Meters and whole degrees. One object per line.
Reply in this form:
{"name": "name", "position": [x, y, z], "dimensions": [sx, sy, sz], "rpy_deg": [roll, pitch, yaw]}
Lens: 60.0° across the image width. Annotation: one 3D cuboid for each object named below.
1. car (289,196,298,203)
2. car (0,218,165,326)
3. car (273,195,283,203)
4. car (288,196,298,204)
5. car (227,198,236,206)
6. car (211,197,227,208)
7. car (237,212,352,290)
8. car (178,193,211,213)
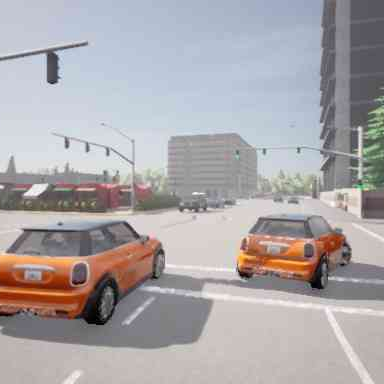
{"name": "car", "position": [23.569, 1.736, 76.947], "dimensions": [1.837, 1.490, 4.892], "rpy_deg": [0, 0, 18]}
{"name": "car", "position": [-2.125, 1.357, 7.412], "dimensions": [2.097, 1.767, 4.553], "rpy_deg": [0, 0, 11]}
{"name": "car", "position": [20.220, 1.579, 77.963], "dimensions": [2.097, 1.767, 4.553], "rpy_deg": [0, 0, 18]}
{"name": "car", "position": [20.498, 1.801, 67.488], "dimensions": [1.895, 1.301, 4.718], "rpy_deg": [0, 0, 18]}
{"name": "car", "position": [6.420, 1.732, 58.287], "dimensions": [1.895, 1.301, 4.718], "rpy_deg": [0, 0, 18]}
{"name": "car", "position": [3.300, 1.454, 48.810], "dimensions": [2.097, 1.767, 4.553], "rpy_deg": [0, 0, 18]}
{"name": "car", "position": [3.092, 1.388, 9.597], "dimensions": [2.097, 1.767, 4.553], "rpy_deg": [0, 0, 33]}
{"name": "car", "position": [0.214, 1.293, 39.330], "dimensions": [2.150, 2.045, 5.566], "rpy_deg": [0, 0, 18]}
